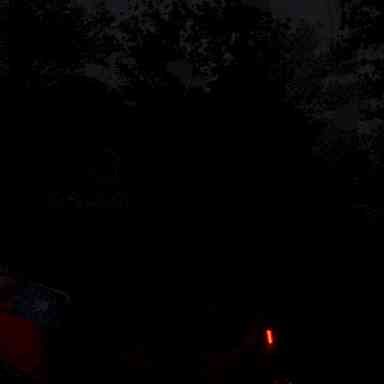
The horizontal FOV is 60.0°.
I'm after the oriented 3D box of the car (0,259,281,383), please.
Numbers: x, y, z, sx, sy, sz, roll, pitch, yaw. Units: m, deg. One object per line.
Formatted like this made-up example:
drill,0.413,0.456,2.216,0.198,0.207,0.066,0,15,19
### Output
car,-1.414,1.605,4.387,4.718,1.301,1.895,0,0,36
